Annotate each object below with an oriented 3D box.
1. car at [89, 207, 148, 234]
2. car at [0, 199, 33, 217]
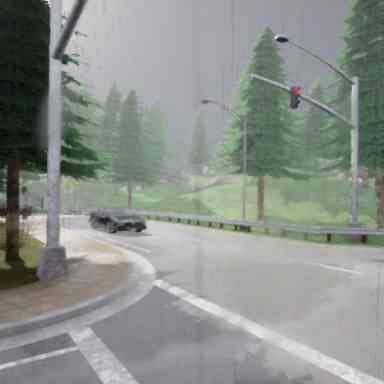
[{"bbox_3d":[-4.625,1.631,20.089,2.033,1.411,5.357,1,-1,-35],"label":"car"},{"bbox_3d":[-16.912,1.379,30.087,4.553,1.767,2.097,1,0,-3],"label":"car"}]
